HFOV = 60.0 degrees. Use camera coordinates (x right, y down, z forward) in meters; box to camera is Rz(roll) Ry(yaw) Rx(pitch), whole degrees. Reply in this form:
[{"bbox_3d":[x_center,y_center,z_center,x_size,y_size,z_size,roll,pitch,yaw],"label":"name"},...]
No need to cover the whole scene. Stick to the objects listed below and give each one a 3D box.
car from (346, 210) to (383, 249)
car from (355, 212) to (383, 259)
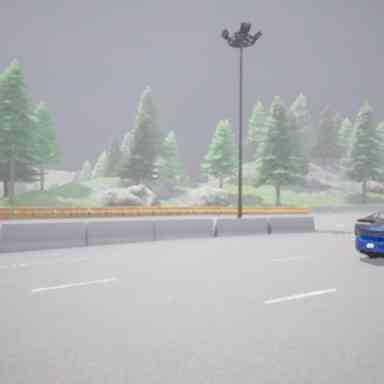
[{"bbox_3d":[10.056,1.626,15.566,4.902,1.511,2.128,0,-1,-15],"label":"car"},{"bbox_3d":[8.056,1.558,11.396,5.008,1.535,1.882,0,-1,-18],"label":"car"}]
